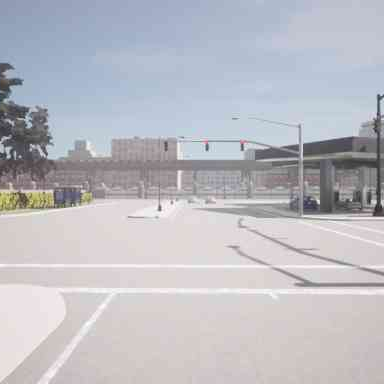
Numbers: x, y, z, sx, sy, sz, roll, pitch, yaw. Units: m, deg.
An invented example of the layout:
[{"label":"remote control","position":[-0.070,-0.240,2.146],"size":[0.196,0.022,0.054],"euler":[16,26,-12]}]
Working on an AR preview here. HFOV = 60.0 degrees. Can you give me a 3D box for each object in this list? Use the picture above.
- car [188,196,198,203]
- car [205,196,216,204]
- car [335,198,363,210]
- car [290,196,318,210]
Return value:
[{"label":"car","position":[0.192,1.525,66.125],"size":[1.812,1.442,4.674],"euler":[0,0,0]},{"label":"car","position":[3.585,1.525,64.340],"size":[1.812,1.442,4.674],"euler":[0,0,0]},{"label":"car","position":[19.009,1.456,40.407],"size":[1.970,1.475,3.806],"euler":[0,0,0]},{"label":"car","position":[13.263,1.295,39.652],"size":[2.242,1.667,4.611],"euler":[0,0,0]}]
